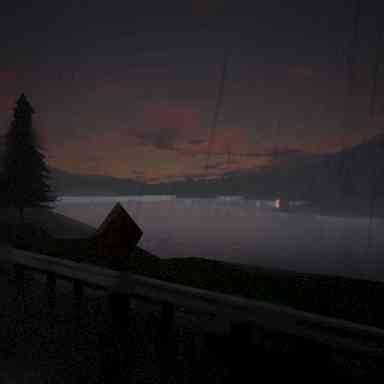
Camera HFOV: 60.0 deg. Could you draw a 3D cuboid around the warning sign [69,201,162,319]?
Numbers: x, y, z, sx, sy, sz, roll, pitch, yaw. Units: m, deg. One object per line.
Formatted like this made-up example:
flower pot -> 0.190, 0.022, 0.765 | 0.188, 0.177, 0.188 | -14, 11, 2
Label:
warning sign -> -1.397, 1.114, 6.188 | 1.060, 1.860, 1.300 | 0, 0, 36
